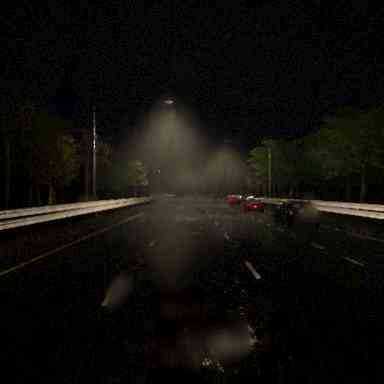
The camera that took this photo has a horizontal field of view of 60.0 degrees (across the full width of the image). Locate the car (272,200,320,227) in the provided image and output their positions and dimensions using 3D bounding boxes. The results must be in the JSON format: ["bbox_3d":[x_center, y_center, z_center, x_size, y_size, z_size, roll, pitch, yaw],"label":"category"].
[{"bbox_3d":[7.017,1.371,22.921,2.097,1.767,4.553,0,0,0],"label":"car"}]

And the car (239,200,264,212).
[{"bbox_3d":[7.059,1.604,38.955,1.994,1.385,4.181,0,0,0],"label":"car"}]

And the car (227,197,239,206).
[{"bbox_3d":[7.131,1.589,56.831,1.812,1.442,4.674,0,0,0],"label":"car"}]
